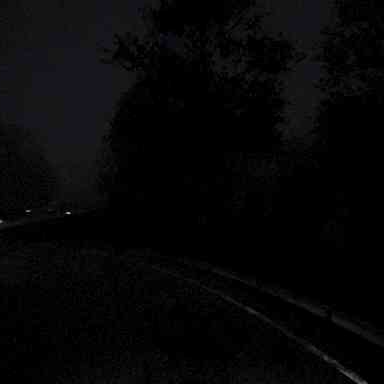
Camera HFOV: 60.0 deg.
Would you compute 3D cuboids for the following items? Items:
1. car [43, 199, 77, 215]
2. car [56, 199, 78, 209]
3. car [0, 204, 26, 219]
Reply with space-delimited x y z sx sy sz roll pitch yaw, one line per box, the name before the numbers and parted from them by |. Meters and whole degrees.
car | -15.184 1.740 37.903 1.882 1.535 5.008 -1 0 -2
car | -19.330 1.859 51.680 1.812 1.442 4.674 -1 0 -2
car | -18.707 1.874 33.432 2.033 1.411 5.357 -1 0 -2
